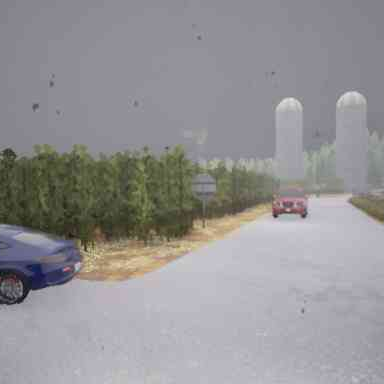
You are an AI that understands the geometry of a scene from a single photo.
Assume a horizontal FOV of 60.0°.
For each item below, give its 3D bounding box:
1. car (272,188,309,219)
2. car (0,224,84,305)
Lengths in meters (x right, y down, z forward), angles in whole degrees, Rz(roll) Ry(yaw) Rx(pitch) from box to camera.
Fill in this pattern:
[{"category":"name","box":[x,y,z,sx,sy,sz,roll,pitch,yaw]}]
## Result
[{"category":"car","box":[7.187,0.758,24.042,2.150,2.045,5.566,0,1,21]},{"category":"car","box":[-4.773,1.452,7.191,4.674,1.442,1.812,-1,2,0]}]
